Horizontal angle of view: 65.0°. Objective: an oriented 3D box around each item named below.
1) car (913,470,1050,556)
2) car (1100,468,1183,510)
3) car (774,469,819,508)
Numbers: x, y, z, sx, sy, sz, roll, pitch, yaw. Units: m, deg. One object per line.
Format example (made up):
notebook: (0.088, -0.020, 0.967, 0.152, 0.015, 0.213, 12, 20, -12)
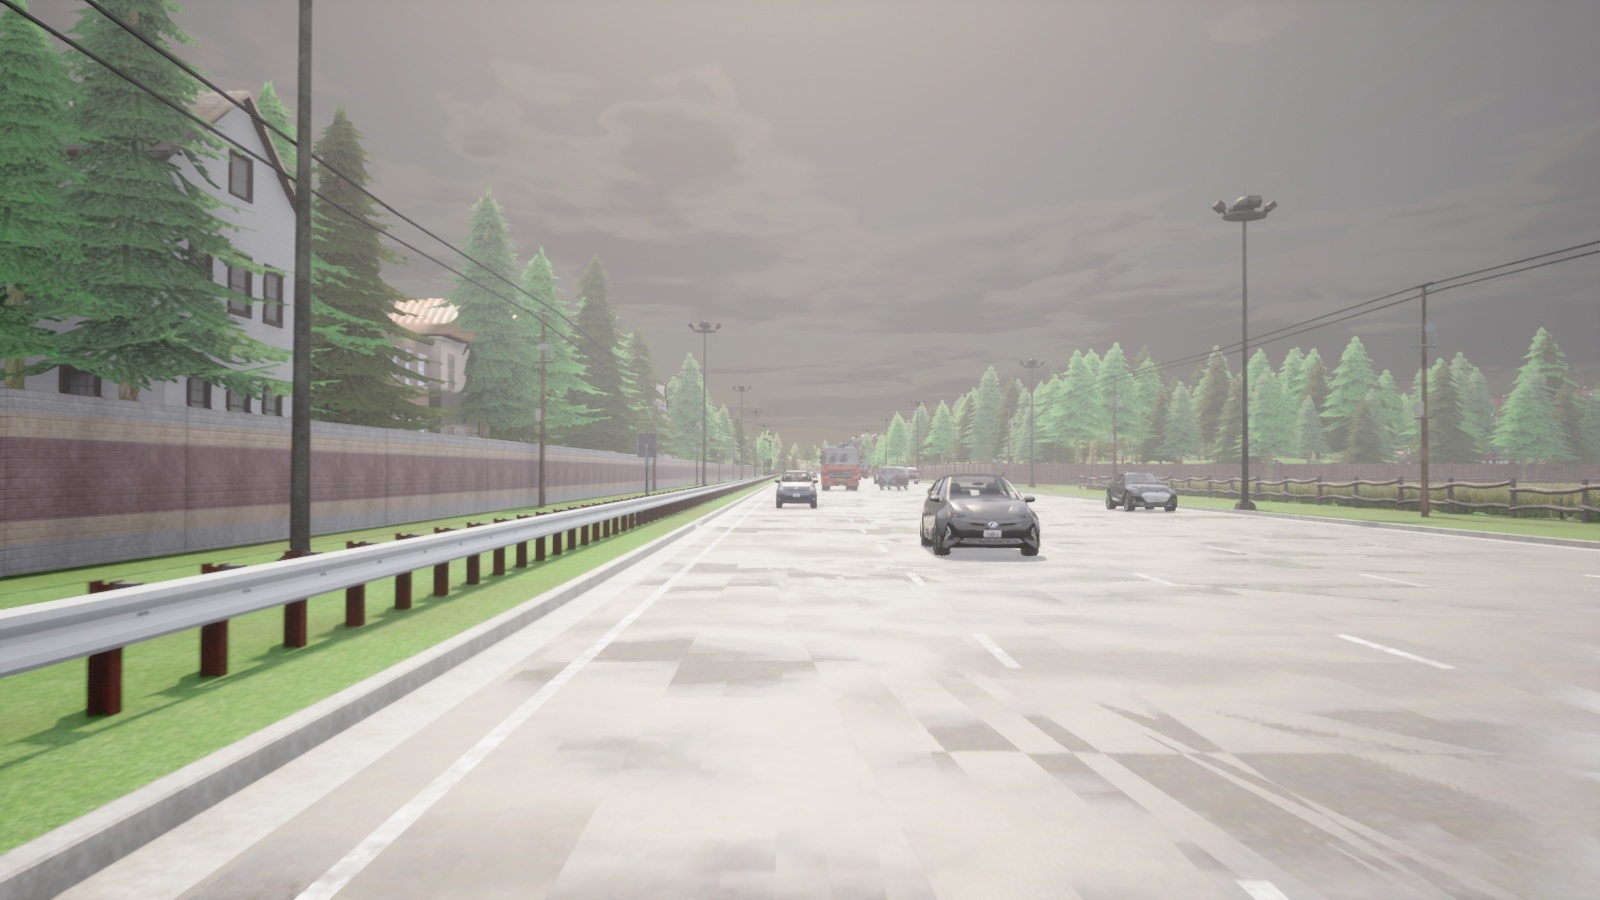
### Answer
car: (3.440, 1.164, 24.603, 2.007, 1.525, 4.514, 0, -1, 0)
car: (13.875, 1.556, 51.257, 2.033, 1.649, 4.856, 0, -1, 0)
car: (-0.131, 1.622, 53.746, 1.851, 1.617, 3.988, 0, -1, 0)
